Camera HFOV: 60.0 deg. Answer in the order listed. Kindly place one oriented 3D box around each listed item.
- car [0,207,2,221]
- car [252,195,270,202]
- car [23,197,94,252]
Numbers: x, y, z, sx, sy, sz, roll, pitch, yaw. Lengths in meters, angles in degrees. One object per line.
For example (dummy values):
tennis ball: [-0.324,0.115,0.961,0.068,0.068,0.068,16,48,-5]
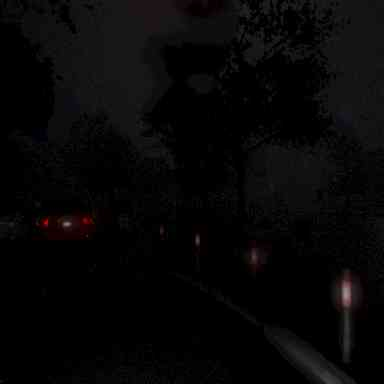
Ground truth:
car: [-15.928,1.596,25.840,1.994,1.385,4.181,0,0,-28]
car: [19.492,1.926,92.959,4.553,1.767,2.185,0,-1,8]
car: [-5.754,1.238,14.198,2.150,2.045,5.566,0,0,-29]
